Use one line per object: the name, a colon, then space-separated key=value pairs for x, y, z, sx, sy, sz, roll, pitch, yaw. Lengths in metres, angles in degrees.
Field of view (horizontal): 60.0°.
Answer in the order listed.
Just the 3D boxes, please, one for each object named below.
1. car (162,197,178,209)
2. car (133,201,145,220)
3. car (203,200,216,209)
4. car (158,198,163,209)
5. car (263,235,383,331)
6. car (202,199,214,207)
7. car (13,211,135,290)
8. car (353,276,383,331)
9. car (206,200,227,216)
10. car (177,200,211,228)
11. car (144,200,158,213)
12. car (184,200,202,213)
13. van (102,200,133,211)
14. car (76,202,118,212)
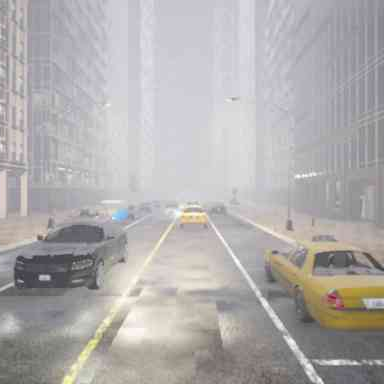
car: x=-3.048 y=1.890 z=51.256 sx=1.994 sy=1.385 sz=4.181 roll=0 pitch=0 yaw=0
car: x=-5.678 y=1.763 z=29.689 sx=1.947 sy=1.339 sz=4.313 roll=0 pitch=0 yaw=0
car: x=2.715 y=1.916 z=52.445 sx=1.802 sy=1.307 sz=4.206 roll=0 pitch=0 yaw=0
car: x=-5.666 y=1.899 z=52.457 sx=1.947 sy=1.339 sz=4.313 roll=0 pitch=0 yaw=0
car: x=2.691 y=1.575 z=7.076 sx=1.752 sy=1.417 sz=4.829 roll=0 pitch=0 yaw=0
car: x=2.717 y=1.911 z=58.139 sx=1.887 sy=1.381 sz=4.507 roll=0 pitch=0 yaw=0
car: x=-3.097 y=1.543 z=9.496 sx=1.882 sy=1.535 sz=5.008 roll=0 pitch=0 yaw=0
car: x=2.688 y=1.560 z=1.212 sx=2.008 sy=1.369 sz=4.403 roll=0 pitch=0 yaw=0
car: x=2.706 y=1.799 z=35.368 sx=1.947 sy=1.339 sz=4.313 roll=0 pitch=0 yaw=0
car: x=0.111 y=1.616 z=23.628 sx=1.801 sy=1.575 sz=5.366 roll=0 pitch=0 yaw=0
car: x=-5.672 y=1.832 z=41.073 sx=1.947 sy=1.339 sz=4.313 roll=0 pitch=0 yaw=0
car: x=0.120 y=1.816 z=41.460 sx=2.033 sy=1.411 sz=5.357 roll=0 pitch=0 yaw=0
van: x=-5.682 y=1.502 z=23.997 sx=1.690 sy=1.788 sz=3.998 roll=0 pitch=0 yaw=0
car: x=-5.685 y=1.565 z=18.305 sx=1.967 sy=1.590 sz=4.097 roll=0 pitch=0 yaw=0
